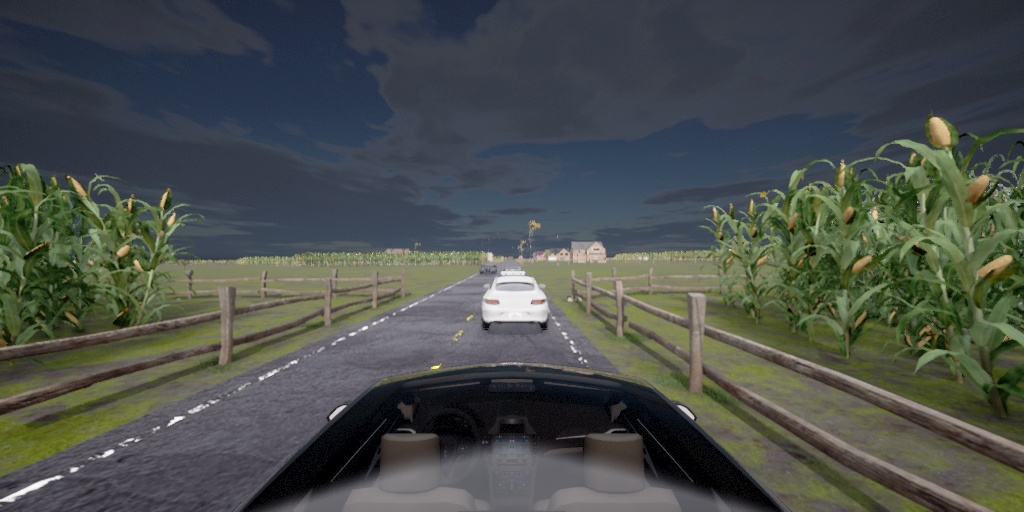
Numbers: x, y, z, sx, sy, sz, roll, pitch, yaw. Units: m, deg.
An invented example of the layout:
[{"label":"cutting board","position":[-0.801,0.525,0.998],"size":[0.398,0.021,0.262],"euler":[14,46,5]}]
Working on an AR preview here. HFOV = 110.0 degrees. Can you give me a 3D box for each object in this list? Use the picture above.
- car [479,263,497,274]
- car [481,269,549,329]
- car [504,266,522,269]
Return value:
[{"label":"car","position":[-2.779,1.522,43.263],"size":[1.994,1.385,4.181],"euler":[0,0,0]},{"label":"car","position":[0.085,1.313,11.233],"size":[1.812,1.442,4.674],"euler":[0,0,0]},{"label":"car","position":[0.078,1.470,29.493],"size":[1.895,1.301,4.718],"euler":[0,0,0]}]
